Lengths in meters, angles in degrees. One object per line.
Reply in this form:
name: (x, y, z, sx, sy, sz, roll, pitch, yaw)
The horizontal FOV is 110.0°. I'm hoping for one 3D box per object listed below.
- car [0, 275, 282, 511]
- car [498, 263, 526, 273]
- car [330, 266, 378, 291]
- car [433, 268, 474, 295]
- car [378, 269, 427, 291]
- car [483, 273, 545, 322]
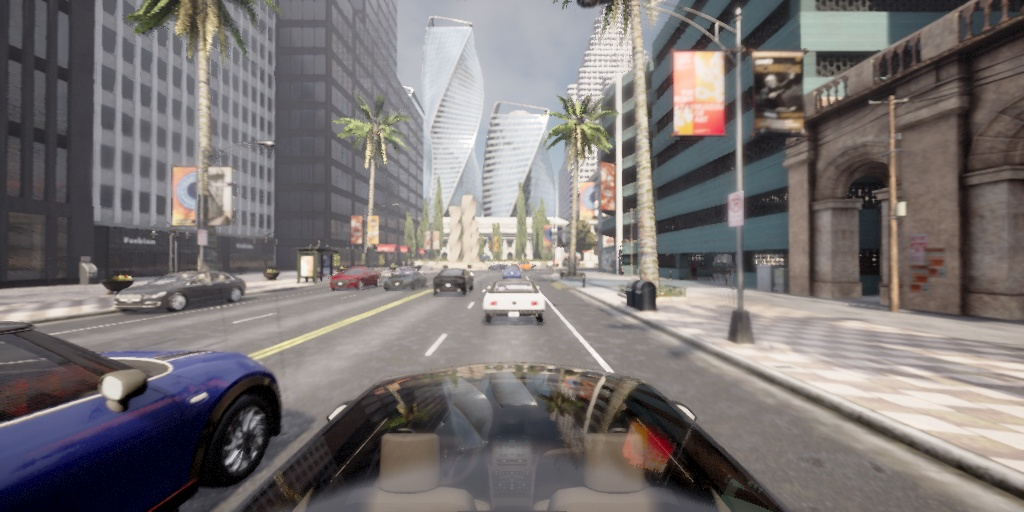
car: (-3.399, 1.104, 1.805, 2.097, 1.767, 4.553, 0, -1, 0)
car: (0.016, 1.672, 35.265, 2.033, 1.411, 5.357, 0, -1, 0)
car: (-10.649, 1.486, 24.746, 1.882, 1.535, 5.008, 0, -1, 0)
car: (-3.457, 1.453, 21.856, 1.882, 1.535, 5.008, 0, -1, 0)
car: (-7.147, 1.567, 24.285, 1.994, 1.385, 4.181, 0, -1, 0)
car: (0.062, 1.476, 12.950, 1.895, 1.301, 4.718, 0, -1, 0)
